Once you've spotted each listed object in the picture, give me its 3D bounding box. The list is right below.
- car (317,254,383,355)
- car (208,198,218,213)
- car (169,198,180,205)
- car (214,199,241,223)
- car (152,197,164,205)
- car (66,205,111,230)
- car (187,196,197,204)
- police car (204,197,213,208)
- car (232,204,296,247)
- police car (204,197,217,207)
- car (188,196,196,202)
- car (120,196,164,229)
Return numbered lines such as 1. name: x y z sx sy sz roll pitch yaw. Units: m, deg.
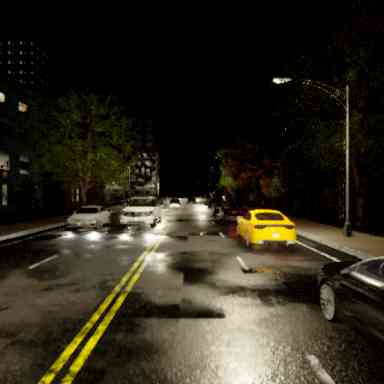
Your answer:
1. car: 3.249 1.510 4.335 2.128 1.511 4.902 0 0 0
2. car: 3.236 1.697 37.336 2.033 1.411 5.357 0 0 0
3. car: -3.284 1.819 64.561 1.994 1.385 4.181 0 0 0
4. car: 3.184 1.612 26.519 1.837 1.490 4.892 0 0 -2
5. car: -6.530 1.744 64.467 1.882 1.535 5.008 0 0 0
6. car: -6.605 1.612 21.790 1.812 1.442 4.674 0 0 0
7. car: -0.027 1.741 71.832 1.837 1.490 4.892 0 0 0
8. police car: 3.231 1.620 48.447 1.930 1.638 5.238 0 0 0
9. car: 3.244 1.540 15.336 1.882 1.535 5.008 0 0 0
10. police car: 3.227 1.745 59.337 2.038 1.542 4.974 0 0 0
11. car: -0.035 1.780 86.900 1.882 1.535 5.008 0 0 0
12. car: -3.355 1.312 22.697 2.150 2.045 5.566 0 0 0
